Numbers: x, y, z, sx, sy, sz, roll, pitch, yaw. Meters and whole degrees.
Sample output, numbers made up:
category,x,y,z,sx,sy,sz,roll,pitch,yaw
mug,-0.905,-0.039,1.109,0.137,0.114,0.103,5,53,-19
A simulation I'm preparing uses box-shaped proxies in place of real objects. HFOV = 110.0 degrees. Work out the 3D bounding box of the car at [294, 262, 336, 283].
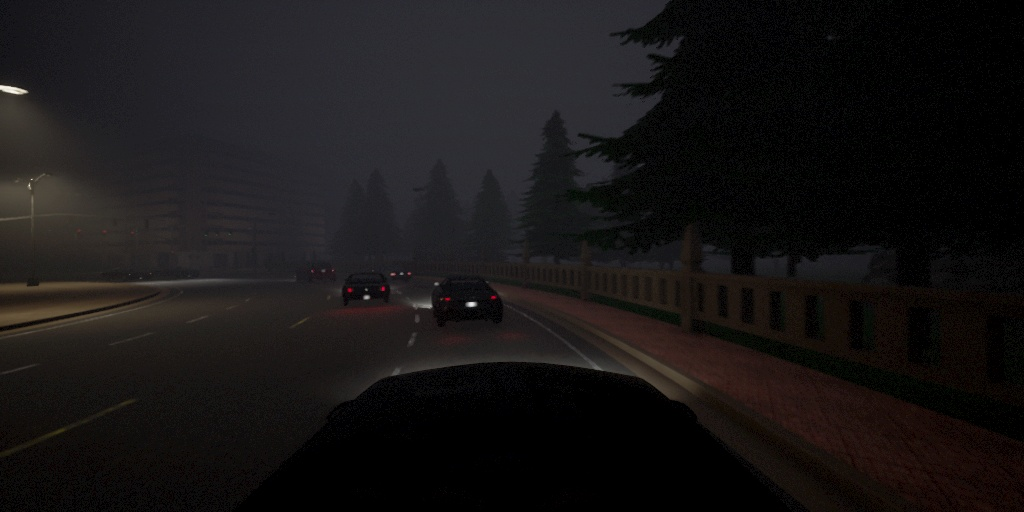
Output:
category,x,y,z,sx,sy,sz,roll,pitch,yaw
car,-16.969,1.272,30.781,4.553,1.767,2.097,0,0,43

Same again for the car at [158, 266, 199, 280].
category,x,y,z,sx,sy,sz,roll,pitch,yaw
car,-34.485,1.719,36.862,4.718,1.301,1.895,-1,0,22

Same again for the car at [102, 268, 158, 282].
category,x,y,z,sx,sy,sz,roll,pitch,yaw
car,-36.172,1.742,33.773,4.718,1.301,1.895,-1,0,22

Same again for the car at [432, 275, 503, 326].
category,x,y,z,sx,sy,sz,roll,pitch,yaw
car,-1.609,1.322,11.940,1.994,1.385,4.181,-1,0,-14

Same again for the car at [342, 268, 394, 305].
category,x,y,z,sx,sy,sz,roll,pitch,yaw
car,-6.813,1.415,16.776,1.895,1.301,4.718,-1,0,-22

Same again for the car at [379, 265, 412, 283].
category,x,y,z,sx,sy,sz,roll,pitch,yaw
car,-9.727,1.384,28.400,2.033,1.411,5.357,-1,0,-39
